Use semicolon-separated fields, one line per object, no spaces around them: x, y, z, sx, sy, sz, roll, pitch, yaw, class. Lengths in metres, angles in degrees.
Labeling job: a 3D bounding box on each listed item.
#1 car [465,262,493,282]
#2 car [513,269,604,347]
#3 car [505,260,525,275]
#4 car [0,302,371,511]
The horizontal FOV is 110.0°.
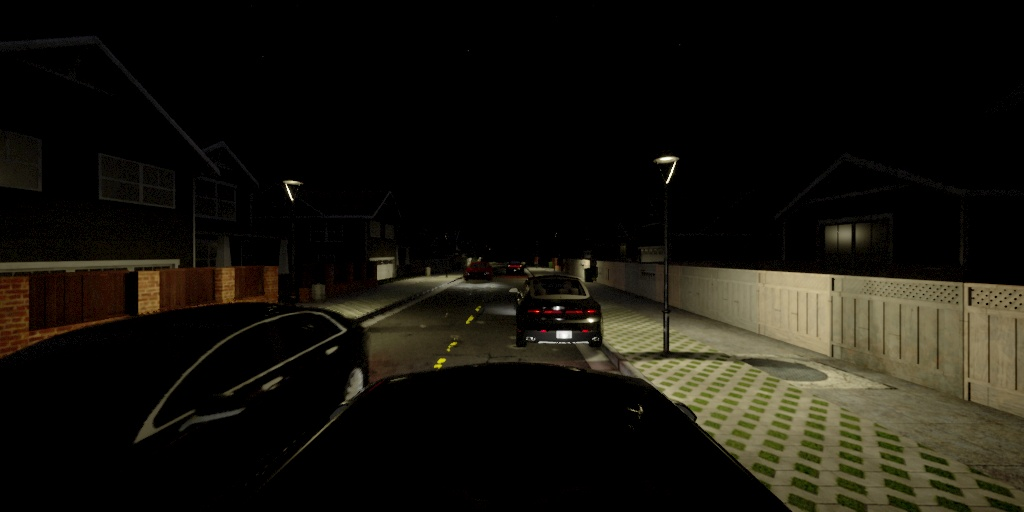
-2.559;1.197;28.580;1.882;1.535;5.008;0;0;0;car
1.015;1.250;9.253;1.837;1.490;4.892;0;0;0;car
0.331;1.195;37.562;2.128;1.511;4.902;0;0;1;car
-2.834;1.254;3.005;1.837;1.490;4.892;0;0;0;car
